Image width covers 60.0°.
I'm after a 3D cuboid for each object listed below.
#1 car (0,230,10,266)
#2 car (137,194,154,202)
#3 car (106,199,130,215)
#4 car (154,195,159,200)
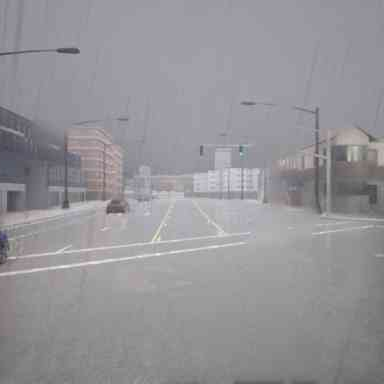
[{"bbox_3d":[-6.723,1.559,8.951,1.812,1.442,4.674,0,0,-2],"label":"car"},{"bbox_3d":[-8.507,1.063,58.947,2.128,1.511,4.902,0,1,-2],"label":"car"},{"bbox_3d":[-7.641,1.492,34.656,1.882,1.535,5.008,0,1,-2],"label":"car"},{"bbox_3d":[-9.429,1.339,84.782,2.033,1.411,5.357,0,-1,-2],"label":"car"}]
